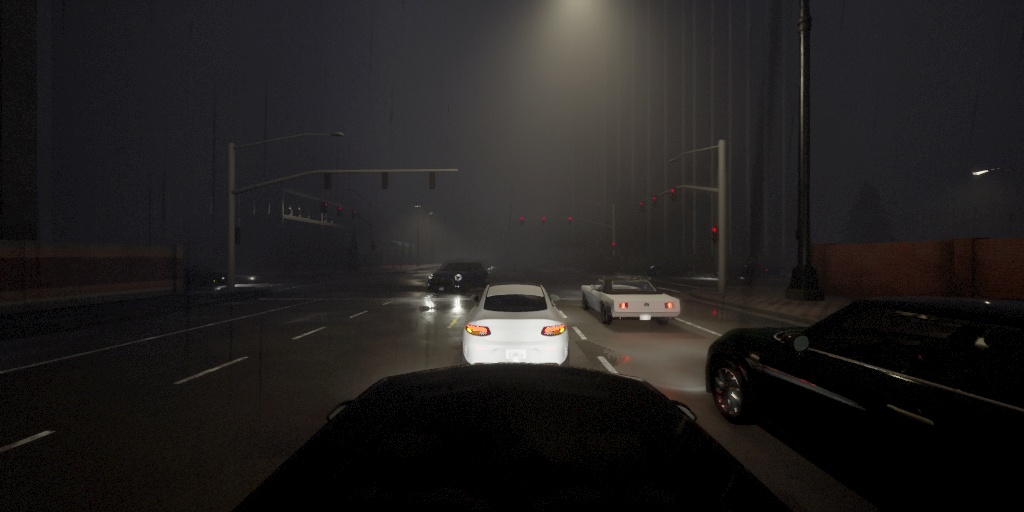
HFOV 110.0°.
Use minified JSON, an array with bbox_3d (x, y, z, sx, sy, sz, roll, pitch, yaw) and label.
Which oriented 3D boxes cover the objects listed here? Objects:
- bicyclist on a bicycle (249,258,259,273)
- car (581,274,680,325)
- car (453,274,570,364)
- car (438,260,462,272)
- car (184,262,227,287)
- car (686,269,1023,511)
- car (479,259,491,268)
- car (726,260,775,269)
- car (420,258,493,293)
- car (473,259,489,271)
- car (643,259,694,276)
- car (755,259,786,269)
[{"bbox_3d":[-28.409,1.051,39.513,0.582,1.620,1.656,0,0,-1],"label":"bicyclist on a bicycle"},{"bbox_3d":[3.563,1.351,11.795,1.895,1.301,4.718,0,0,0],"label":"car"},{"bbox_3d":[0.059,1.276,7.577,1.812,1.442,4.674,0,0,0],"label":"car"},{"bbox_3d":[-7.892,1.241,46.217,2.128,1.511,4.902,0,0,1],"label":"car"},{"bbox_3d":[-21.419,1.314,24.093,4.181,1.385,1.994,0,0,0],"label":"car"},{"bbox_3d":[3.599,1.102,2.893,2.097,1.767,4.553,0,0,0],"label":"car"},{"bbox_3d":[-4.556,1.275,60.554,1.812,1.442,4.674,0,0,-1],"label":"car"},{"bbox_3d":[20.189,1.314,31.693,4.181,1.385,1.994,0,0,-1],"label":"car"},{"bbox_3d":[-2.978,1.102,20.501,2.097,1.767,4.553,0,0,17],"label":"car"},{"bbox_3d":[-4.416,1.227,51.242,1.882,1.535,5.008,0,0,-1],"label":"car"},{"bbox_3d":[15.338,1.102,35.147,4.553,1.767,2.097,0,0,0],"label":"car"},{"bbox_3d":[24.230,1.102,35.229,4.553,1.767,2.097,0,0,0],"label":"car"}]
